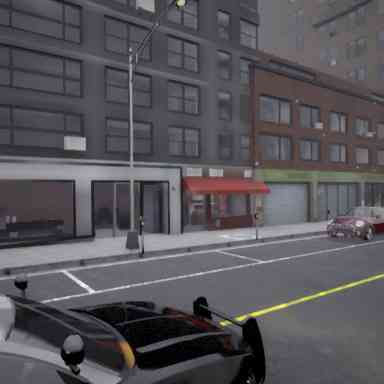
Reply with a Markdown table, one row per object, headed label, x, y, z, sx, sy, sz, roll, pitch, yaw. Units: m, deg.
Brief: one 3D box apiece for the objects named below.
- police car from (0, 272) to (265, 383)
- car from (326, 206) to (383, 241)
| label | x | y | z | sx | sy | sz | roll | pitch | yaw |
| --- | --- | --- | --- | --- | --- | --- | --- | --- | --- |
| police car | -1.615 | 1.425 | 2.281 | 5.238 | 1.638 | 1.930 | 0 | 0 | -36 |
| car | 8.456 | 1.435 | 16.440 | 4.097 | 1.590 | 1.967 | 0 | -1 | -35 |
